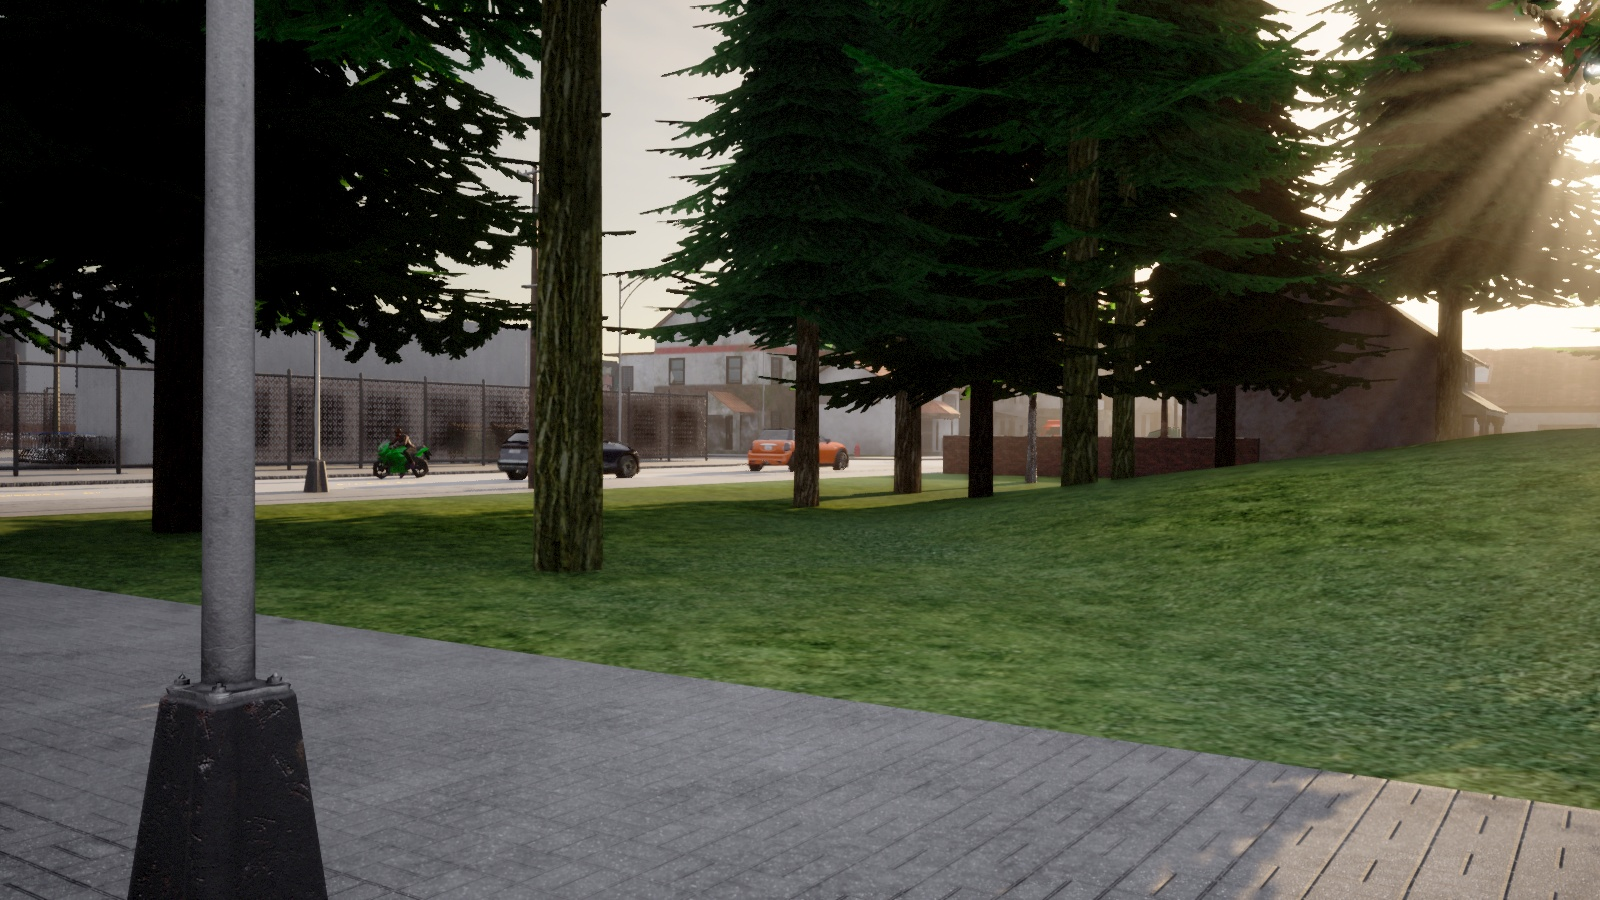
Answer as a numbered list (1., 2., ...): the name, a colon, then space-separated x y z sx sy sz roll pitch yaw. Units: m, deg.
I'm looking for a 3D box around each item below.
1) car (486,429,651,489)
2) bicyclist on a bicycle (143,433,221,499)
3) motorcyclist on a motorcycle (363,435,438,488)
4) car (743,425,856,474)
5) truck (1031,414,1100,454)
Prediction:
1. car: -6.815 0.211 37.552 2.033 1.649 4.856 0 1 34
2. bicyclist on a bicycle: -15.556 0.377 31.625 0.866 1.612 1.509 0 1 33
3. motorcyclist on a motorcycle: -11.825 0.312 37.239 0.797 1.523 2.044 0 1 34
4. car: 0.042 -0.064 47.888 2.097 1.767 4.553 0 1 33
5. truck: 17.161 -1.016 80.939 2.627 2.467 5.204 0 1 33
